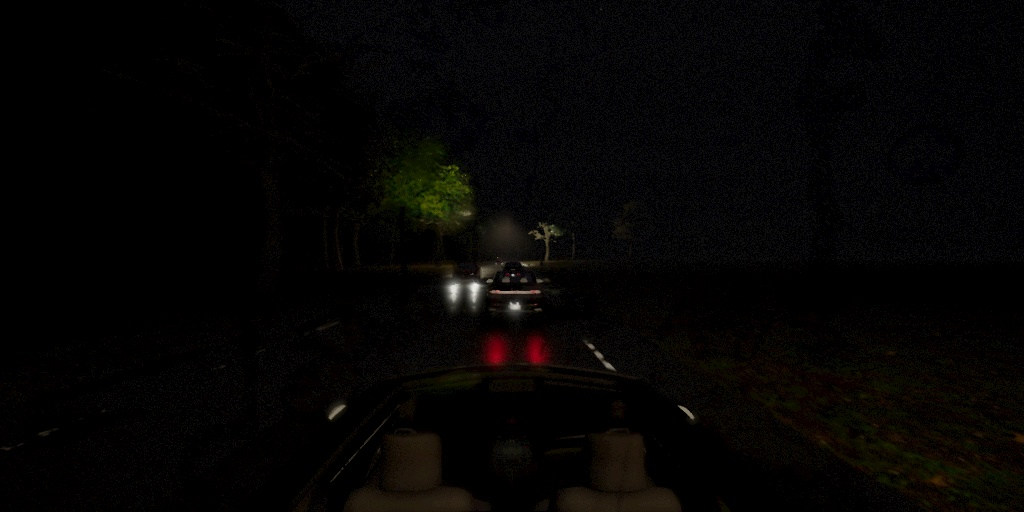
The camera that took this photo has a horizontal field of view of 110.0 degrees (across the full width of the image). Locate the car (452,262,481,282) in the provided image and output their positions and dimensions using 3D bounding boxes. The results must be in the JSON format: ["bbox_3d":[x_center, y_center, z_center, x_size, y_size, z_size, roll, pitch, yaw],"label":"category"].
[{"bbox_3d":[-3.589,1.241,28.966,1.882,1.535,5.008,0,0,0],"label":"car"}]

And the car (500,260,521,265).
[{"bbox_3d":[0.107,1.270,30.907,1.837,1.490,4.892,0,0,0],"label":"car"}]

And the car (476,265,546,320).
[{"bbox_3d":[0.104,1.247,12.590,2.128,1.511,4.902,0,0,0],"label":"car"}]
